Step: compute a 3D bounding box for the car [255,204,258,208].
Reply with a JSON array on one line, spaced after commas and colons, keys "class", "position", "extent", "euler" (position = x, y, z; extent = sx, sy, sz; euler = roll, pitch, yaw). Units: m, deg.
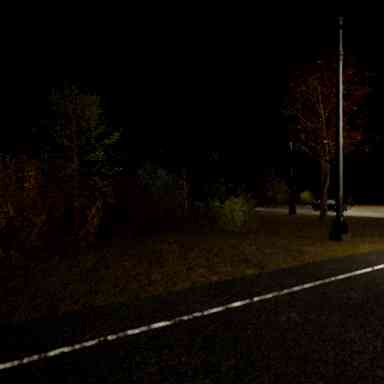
[{"class": "car", "position": [8.730, 2.016, 54.984], "extent": [1.895, 1.301, 4.718], "euler": [-2, 0, -31]}]

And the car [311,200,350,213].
[{"class": "car", "position": [17.006, 1.712, 41.008], "extent": [2.128, 1.511, 4.902], "euler": [-2, 0, -31]}]

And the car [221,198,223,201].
[{"class": "car", "position": [6.353, 1.948, 66.012], "extent": [1.837, 1.490, 4.892], "euler": [-2, 0, -31]}]

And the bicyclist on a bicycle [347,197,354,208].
[{"class": "bicyclist on a bicycle", "position": [22.355, 1.507, 46.886], "extent": [1.656, 1.620, 0.582], "euler": [0, 0, -31]}]
